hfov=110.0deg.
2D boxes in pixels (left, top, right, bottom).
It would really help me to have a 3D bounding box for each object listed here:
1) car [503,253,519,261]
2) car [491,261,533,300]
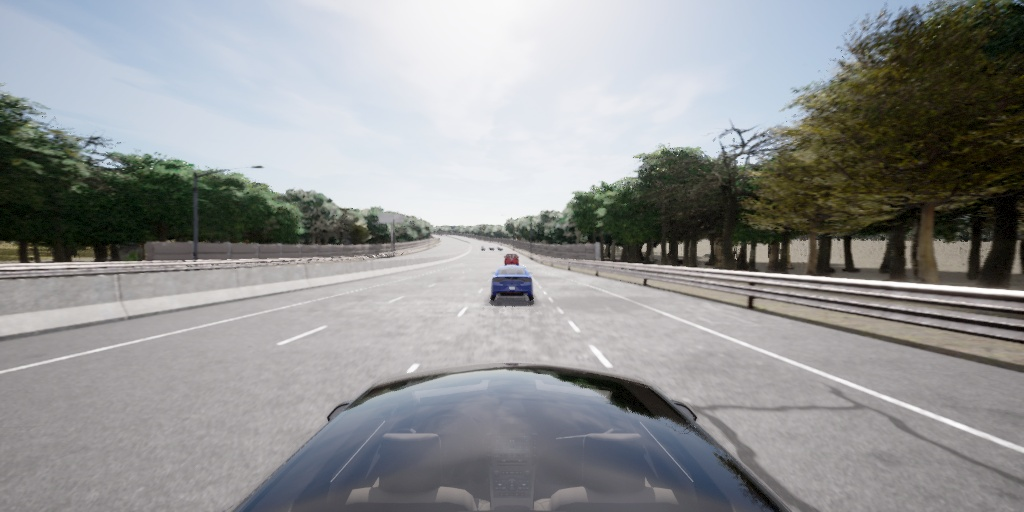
[{"bbox_3d":[-0.090,0.556,53.430,2.150,2.045,5.566,0,1,-1],"label":"car"},{"bbox_3d":[0.000,1.197,17.684,1.882,1.535,5.008,0,0,0],"label":"car"}]
